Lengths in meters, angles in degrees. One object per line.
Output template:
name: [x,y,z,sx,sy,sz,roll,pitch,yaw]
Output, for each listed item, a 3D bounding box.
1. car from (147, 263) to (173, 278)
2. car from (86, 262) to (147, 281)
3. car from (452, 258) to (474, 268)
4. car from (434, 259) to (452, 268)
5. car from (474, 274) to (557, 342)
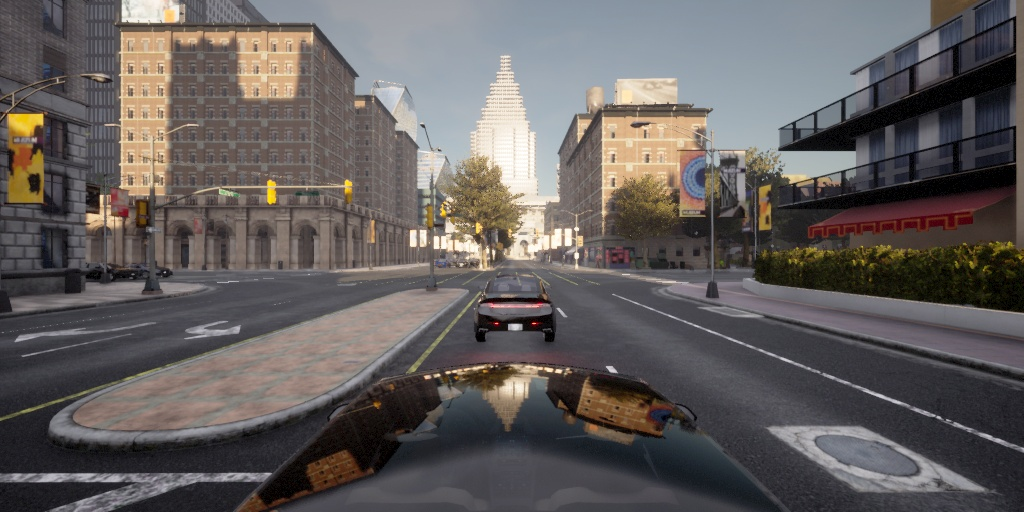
car: [-33.636,1.314,32.670,4.181,1.385,1.994,0,0,-1]
car: [-33.348,1.228,29.178,5.008,1.535,1.882,0,0,0]
car: [-8.058,1.241,59.573,2.128,1.511,4.902,0,0,0]
car: [-11.554,1.227,59.987,1.882,1.535,5.008,0,0,0]
car: [0.079,1.242,9.756,2.128,1.511,4.902,0,0,0]
